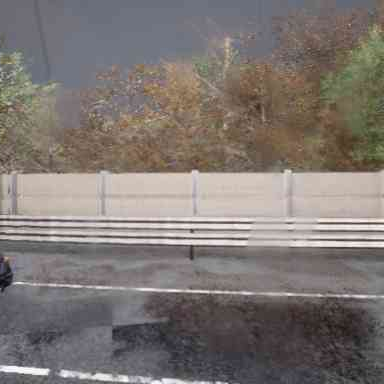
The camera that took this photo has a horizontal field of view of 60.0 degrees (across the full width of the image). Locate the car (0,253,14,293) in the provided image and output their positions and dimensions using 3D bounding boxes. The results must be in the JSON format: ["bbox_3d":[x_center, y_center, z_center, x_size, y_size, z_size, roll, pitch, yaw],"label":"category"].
[{"bbox_3d":[-5.935,1.547,6.794,4.181,1.385,1.994,0,0,12],"label":"car"}]
